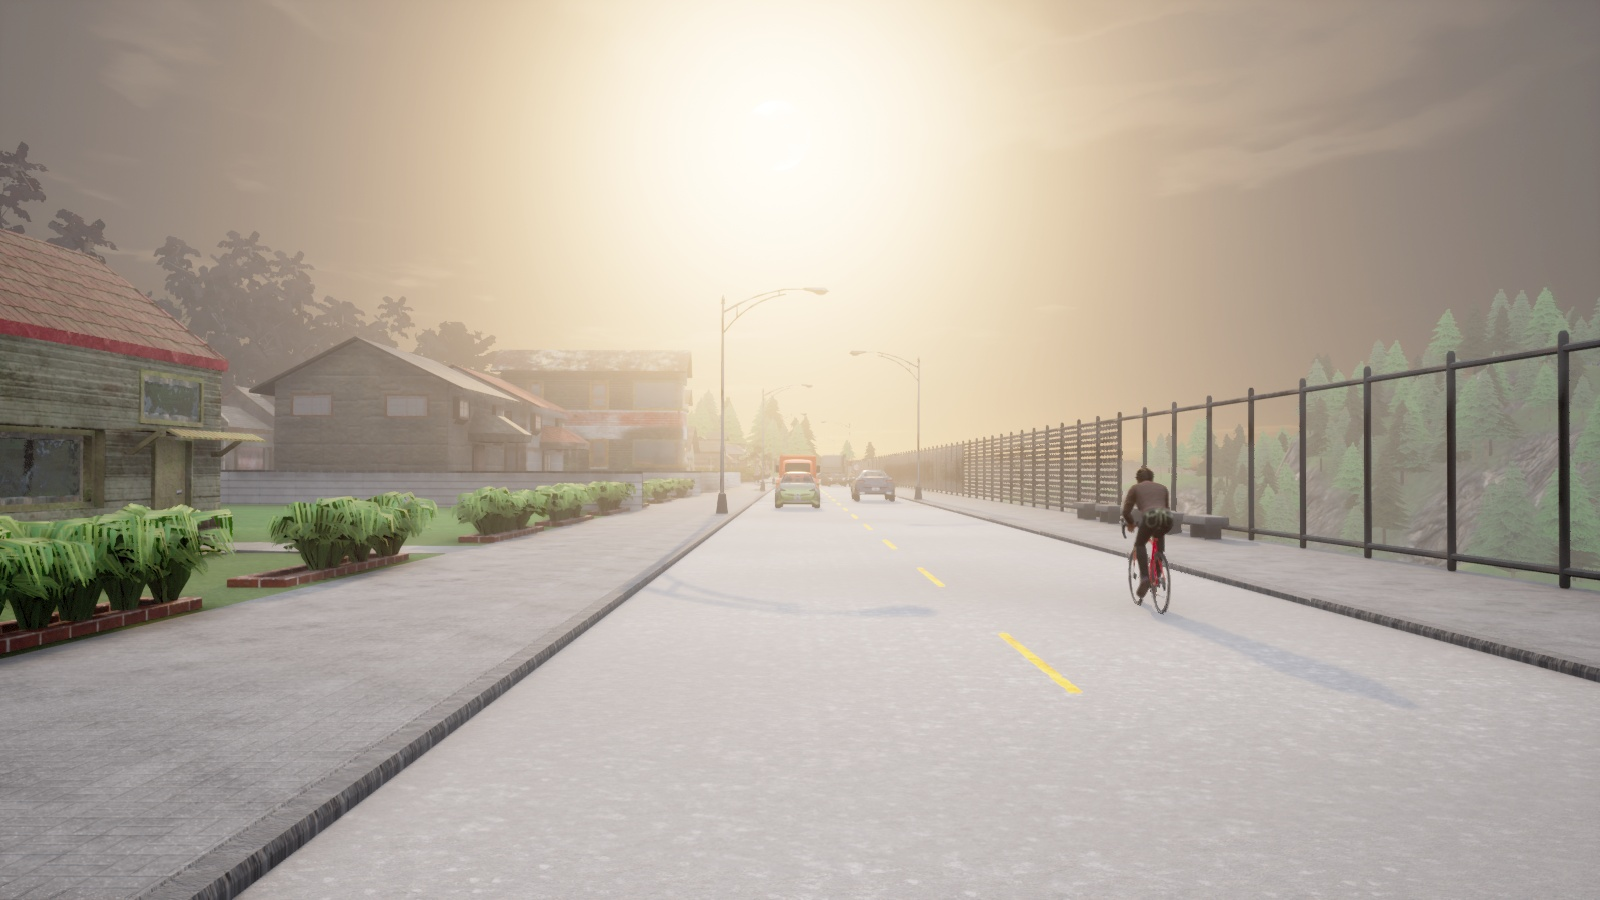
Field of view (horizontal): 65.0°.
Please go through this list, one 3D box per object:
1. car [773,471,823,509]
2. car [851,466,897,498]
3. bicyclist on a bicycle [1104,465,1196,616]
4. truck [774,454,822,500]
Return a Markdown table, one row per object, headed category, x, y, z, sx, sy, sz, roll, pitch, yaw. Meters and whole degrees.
| category | x | y | z | sx | sy | sz | roll | pitch | yaw |
| --- | --- | --- | --- | --- | --- | --- | --- | --- | --- |
| car | -0.089 | 1.655 | 53.306 | 2.007 | 1.525 | 4.514 | 0 | -1 | 0 |
| car | 3.885 | 1.700 | 67.027 | 2.152 | 1.651 | 5.027 | 0 | -1 | 0 |
| bicyclist on a bicycle | 3.981 | 0.993 | 14.399 | 0.582 | 1.620 | 1.656 | 0 | -1 | 0 |
| truck | -0.124 | 1.522 | 71.286 | 2.627 | 2.467 | 5.204 | 0 | -1 | 0 |
